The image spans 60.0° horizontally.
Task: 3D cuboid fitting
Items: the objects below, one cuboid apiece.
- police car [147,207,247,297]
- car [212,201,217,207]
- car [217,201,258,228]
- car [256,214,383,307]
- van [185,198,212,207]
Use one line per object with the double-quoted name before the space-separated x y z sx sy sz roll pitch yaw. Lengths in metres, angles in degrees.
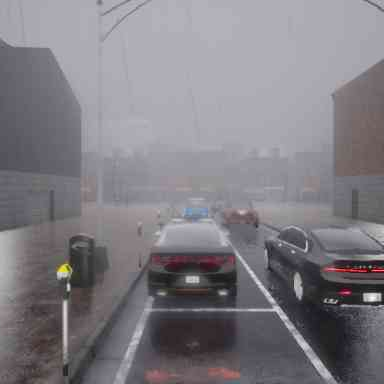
"police car" 0.012 1.424 8.761 1.930 1.638 5.238 0 0 0
"car" 3.082 1.612 36.295 1.895 1.301 4.718 0 0 0
"car" 3.089 1.354 22.464 2.097 1.767 4.553 0 0 0
"car" 3.021 1.505 7.994 1.837 1.490 4.892 0 0 0
"van" 0.374 1.345 25.499 1.690 1.788 3.998 -1 0 0
